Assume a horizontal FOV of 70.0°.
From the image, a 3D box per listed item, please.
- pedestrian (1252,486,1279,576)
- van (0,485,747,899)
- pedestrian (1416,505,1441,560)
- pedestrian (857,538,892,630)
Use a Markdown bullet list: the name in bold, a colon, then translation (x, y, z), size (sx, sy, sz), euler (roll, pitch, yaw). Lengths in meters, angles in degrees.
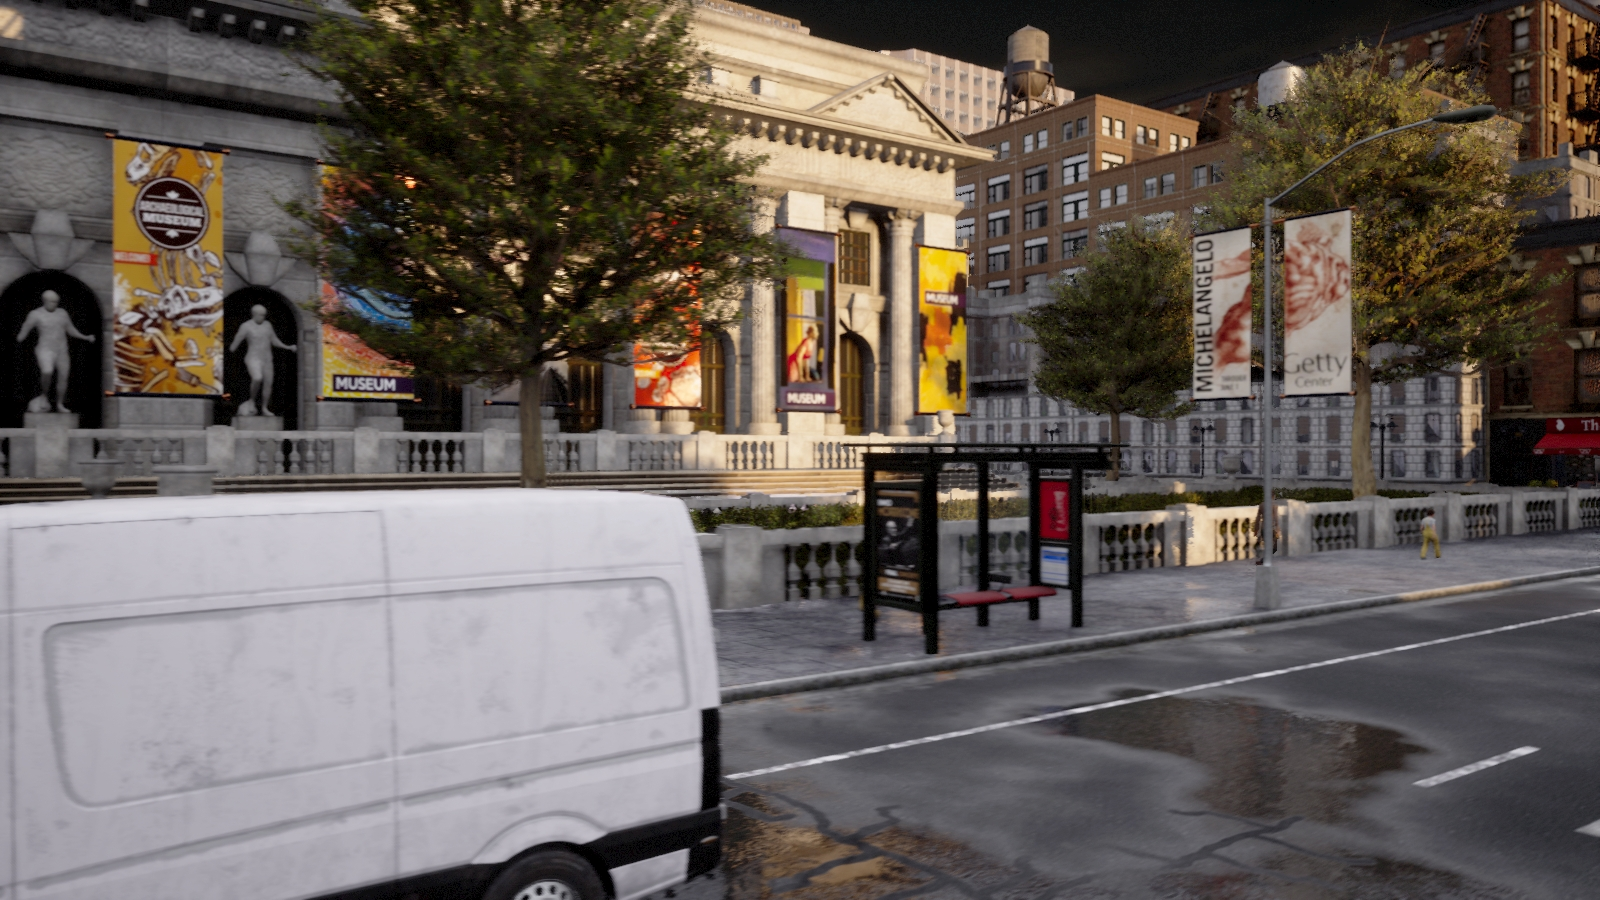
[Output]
- **pedestrian**: translation (9.786, 1.700, 24.039), size (0.375, 1.860, 0.375), euler (0, 0, -31)
- **van**: translation (-3.301, 1.534, 5.732), size (5.915, 2.561, 1.988), euler (0, 0, -35)
- **pedestrian**: translation (15.149, 1.980, 27.533), size (0.375, 1.300, 0.375), euler (0, 0, -30)
- **pedestrian**: translation (1.108, 1.978, 16.977), size (0.375, 1.300, 0.375), euler (0, 0, -41)
